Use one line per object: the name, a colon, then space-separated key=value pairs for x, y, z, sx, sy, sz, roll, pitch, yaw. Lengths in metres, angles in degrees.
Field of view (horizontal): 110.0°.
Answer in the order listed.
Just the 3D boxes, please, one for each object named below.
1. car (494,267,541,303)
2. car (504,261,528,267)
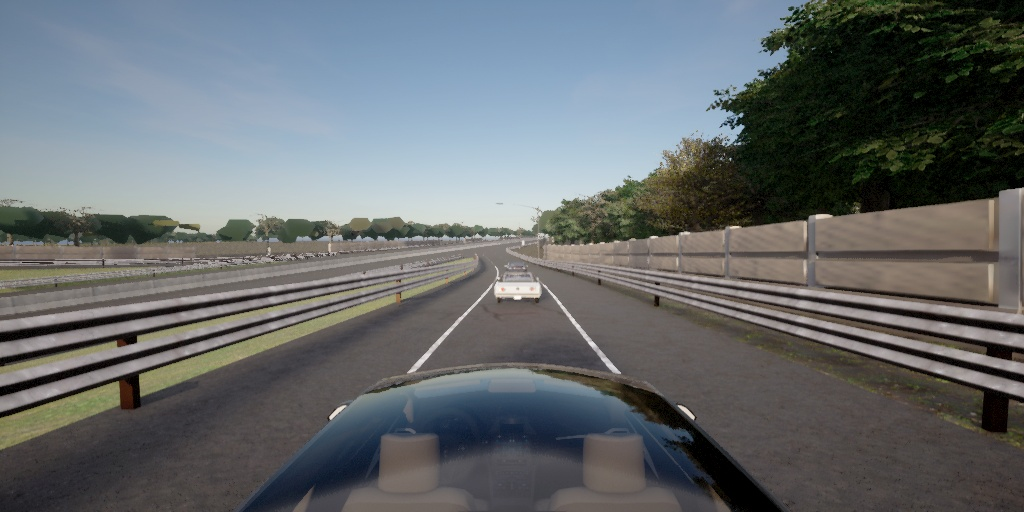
car: x=0.282 y=1.352 z=16.442 sx=1.895 sy=1.301 sz=4.718 roll=0 pitch=0 yaw=1
car: x=0.374 y=1.213 z=31.492 sx=2.128 sy=1.511 sz=4.902 roll=0 pitch=0 yaw=-1
